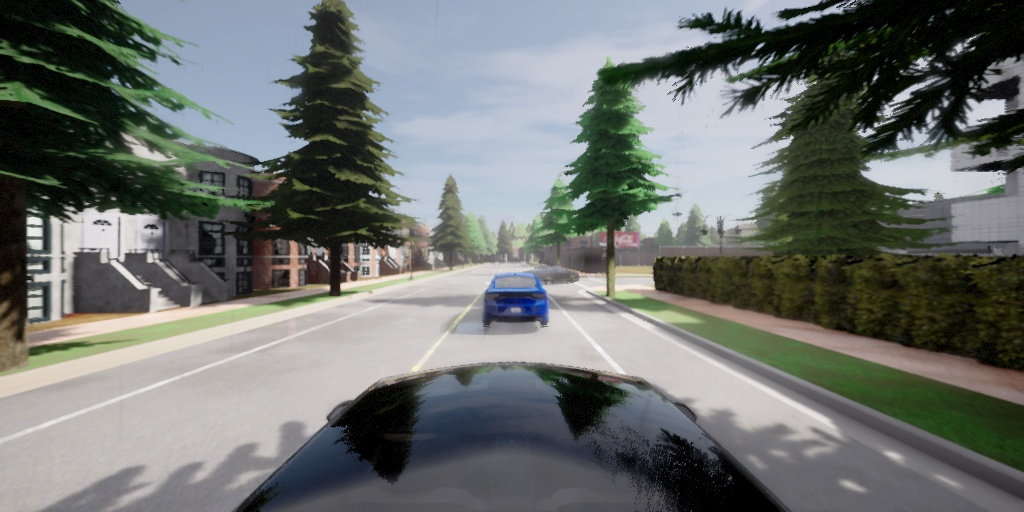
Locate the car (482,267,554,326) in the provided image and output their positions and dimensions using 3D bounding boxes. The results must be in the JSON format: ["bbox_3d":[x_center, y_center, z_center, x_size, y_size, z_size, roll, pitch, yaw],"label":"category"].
[{"bbox_3d":[0.103,1.277,11.890,1.882,1.535,5.008,0,0,0],"label":"car"}]

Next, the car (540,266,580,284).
[{"bbox_3d":[2.989,1.438,27.150,2.033,1.411,5.357,0,-1,44],"label":"car"}]
